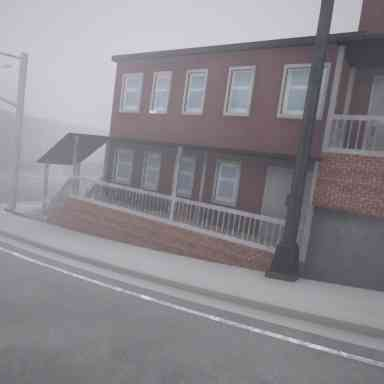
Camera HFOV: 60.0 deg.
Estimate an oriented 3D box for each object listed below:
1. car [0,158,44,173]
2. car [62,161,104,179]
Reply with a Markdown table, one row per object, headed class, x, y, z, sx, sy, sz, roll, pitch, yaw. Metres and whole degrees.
| class | x | y | z | sx | sy | sz | roll | pitch | yaw |
| --- | --- | --- | --- | --- | --- | --- | --- | --- | --- |
| car | -19.288 | -3.051 | 37.646 | 2.128 | 1.511 | 4.902 | 11 | 7 | 35 |
| car | -12.904 | -2.752 | 40.522 | 2.150 | 2.045 | 5.566 | 11 | 7 | 35 |
